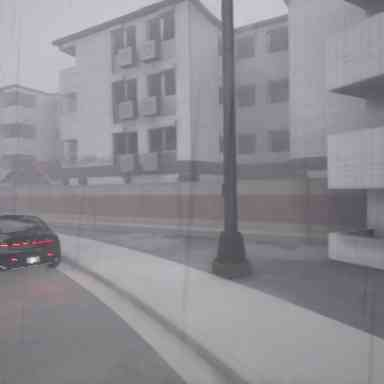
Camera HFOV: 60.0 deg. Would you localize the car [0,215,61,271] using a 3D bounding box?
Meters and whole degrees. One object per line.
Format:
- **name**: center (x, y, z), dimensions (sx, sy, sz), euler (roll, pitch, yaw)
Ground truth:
- **car**: center (-5.610, 1.471, 10.216), dimensions (1.837, 1.490, 4.892), euler (-2, 1, -41)
